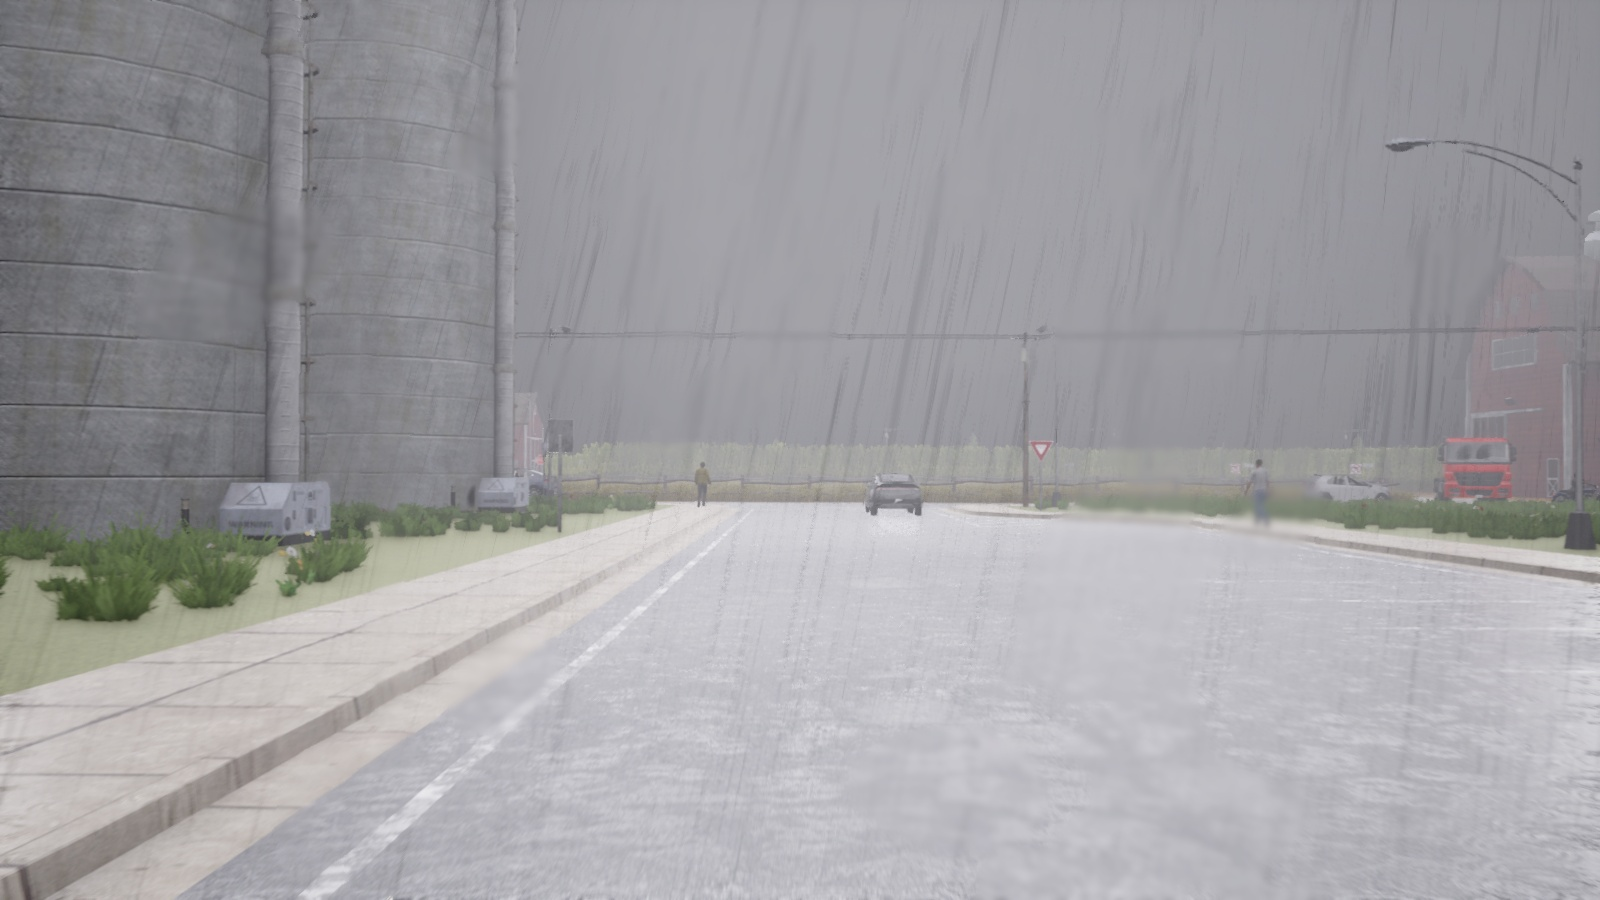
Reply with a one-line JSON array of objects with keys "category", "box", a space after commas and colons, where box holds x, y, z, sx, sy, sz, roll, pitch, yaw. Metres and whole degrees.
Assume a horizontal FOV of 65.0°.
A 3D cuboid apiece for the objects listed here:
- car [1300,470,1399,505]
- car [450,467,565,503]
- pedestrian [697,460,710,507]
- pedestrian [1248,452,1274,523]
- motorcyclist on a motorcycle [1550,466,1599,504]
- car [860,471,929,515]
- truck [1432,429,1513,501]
[{"category": "car", "box": [24.667, 1.675, 56.478, 3.633, 1.501, 1.845, 0, -1, 0]}, {"category": "car", "box": [-14.044, 1.660, 60.421, 5.027, 1.651, 2.152, 0, -1, 1]}, {"category": "pedestrian", "box": [-3.770, 1.304, 48.930, 0.370, 1.835, 0.726, 0, -1, 6]}, {"category": "pedestrian", "box": [12.018, 0.970, 32.741, 0.354, 1.836, 0.706, 0, -1, -7]}, {"category": "motorcyclist on a motorcycle", "box": [34.245, 1.528, 54.944, 2.350, 1.649, 0.766, -1, -1, 24]}, {"category": "car", "box": [3.391, 1.525, 45.852, 2.128, 1.511, 4.902, 0, -1, 0]}, {"category": "truck", "box": [34.585, 0.779, 64.833, 2.891, 3.462, 7.936, -1, -1, 23]}]
